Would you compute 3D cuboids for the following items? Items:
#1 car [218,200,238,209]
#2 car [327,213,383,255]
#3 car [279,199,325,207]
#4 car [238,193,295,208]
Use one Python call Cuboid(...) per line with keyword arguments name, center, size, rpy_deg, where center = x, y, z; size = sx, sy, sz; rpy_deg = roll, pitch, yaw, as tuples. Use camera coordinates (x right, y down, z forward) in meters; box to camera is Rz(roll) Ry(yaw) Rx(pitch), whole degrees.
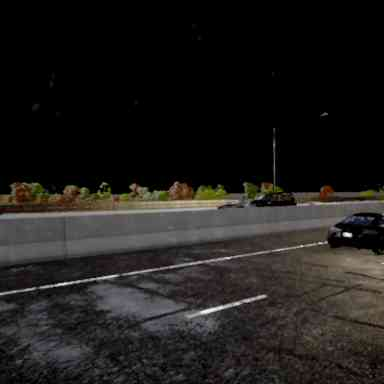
Cuboid(name="car", center=(5.082, 1.457, 33.386), size=(5.357, 1.411, 2.033), rpy_deg=(0, 0, -35))
Cuboid(name="car", center=(7.269, 1.512, 13.216), size=(4.181, 1.385, 1.994), rpy_deg=(0, 0, -35))
Cuboid(name="car", center=(9.954, 1.507, 28.262), size=(4.718, 1.301, 1.895), rpy_deg=(0, 0, -35))
Cuboid(name="car", center=(7.282, 1.131, 30.654), size=(5.566, 2.045, 2.150), rpy_deg=(0, 0, -35))
